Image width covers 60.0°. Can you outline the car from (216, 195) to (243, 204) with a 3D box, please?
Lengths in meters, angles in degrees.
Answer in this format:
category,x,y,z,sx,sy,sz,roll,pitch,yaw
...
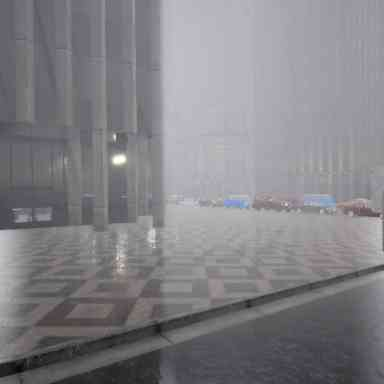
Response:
category,x,y,z,sx,sy,sz,roll,pitch,yaw
car,6.290,1.297,56.451,1.752,1.417,4.829,-1,1,-36

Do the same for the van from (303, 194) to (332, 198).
category,x,y,z,sx,sy,sz,roll,pitch,yaw
van,16.024,1.179,42.826,1.690,1.788,3.998,-1,1,-36

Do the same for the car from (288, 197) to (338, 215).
category,x,y,z,sx,sy,sz,roll,pitch,yaw
car,12.295,1.550,33.384,2.008,1.369,4.403,-1,1,-36

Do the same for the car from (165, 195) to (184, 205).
category,x,y,z,sx,sy,sz,roll,pitch,yaw
car,-3.777,1.440,55.855,2.008,1.369,4.403,-1,1,-36

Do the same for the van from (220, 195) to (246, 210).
category,x,y,z,sx,sy,sz,roll,pitch,yaw
van,5.864,1.295,42.371,1.690,1.788,3.998,-1,1,-36

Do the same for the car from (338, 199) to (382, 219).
category,x,y,z,sx,sy,sz,roll,pitch,yaw
car,15.509,1.567,28.890,1.887,1.381,4.507,-1,1,-36

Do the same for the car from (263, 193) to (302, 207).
category,x,y,z,sx,sy,sz,roll,pitch,yaw
car,12.812,1.131,47.321,2.192,1.841,5.009,-1,1,-36

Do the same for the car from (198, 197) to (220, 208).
category,x,y,z,sx,sy,sz,roll,pitch,yaw
car,2.651,1.372,46.865,1.967,1.590,4.097,-1,1,-36

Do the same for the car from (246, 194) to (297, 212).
category,x,y,z,sx,sy,sz,roll,pitch,yaw
car,9.079,1.291,37.876,2.192,1.841,5.009,-1,1,-36
